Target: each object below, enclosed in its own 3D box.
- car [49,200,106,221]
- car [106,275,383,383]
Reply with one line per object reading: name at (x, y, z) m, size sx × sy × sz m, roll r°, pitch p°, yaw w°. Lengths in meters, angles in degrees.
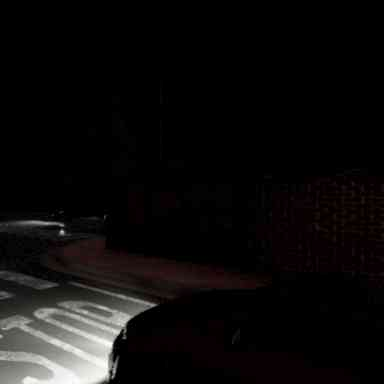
car at (-8.655, 1.393, 25.706) m, size 1.812 × 1.442 × 4.674 m, roll 0°, pitch 0°, yaw 35°
car at (1.143, 1.561, 3.191) m, size 4.181 × 1.385 × 1.994 m, roll 0°, pitch 0°, yaw 35°
